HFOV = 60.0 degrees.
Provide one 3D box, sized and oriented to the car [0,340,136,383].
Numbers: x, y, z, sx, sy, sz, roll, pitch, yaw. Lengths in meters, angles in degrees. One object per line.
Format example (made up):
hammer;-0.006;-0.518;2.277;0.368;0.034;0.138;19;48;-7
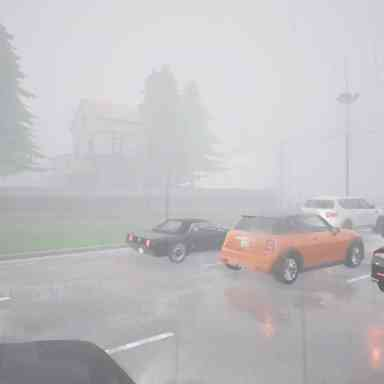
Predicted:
car;-2.672;1.547;1.331;5.357;1.411;2.033;0;0;-35

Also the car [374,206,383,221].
car;10.543;1.479;15.140;5.008;1.535;1.882;0;0;-36

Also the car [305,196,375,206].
car;8.102;1.223;17.694;5.566;2.045;2.150;0;0;-36

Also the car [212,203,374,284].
car;3.087;1.352;9.796;4.553;1.767;2.097;0;0;-36

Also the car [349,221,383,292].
car;5.972;1.492;7.555;4.902;1.511;2.128;0;0;-36

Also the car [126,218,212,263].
car;0.171;1.601;11.997;4.718;1.301;1.895;0;0;-36
